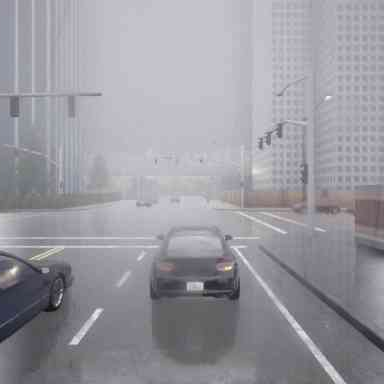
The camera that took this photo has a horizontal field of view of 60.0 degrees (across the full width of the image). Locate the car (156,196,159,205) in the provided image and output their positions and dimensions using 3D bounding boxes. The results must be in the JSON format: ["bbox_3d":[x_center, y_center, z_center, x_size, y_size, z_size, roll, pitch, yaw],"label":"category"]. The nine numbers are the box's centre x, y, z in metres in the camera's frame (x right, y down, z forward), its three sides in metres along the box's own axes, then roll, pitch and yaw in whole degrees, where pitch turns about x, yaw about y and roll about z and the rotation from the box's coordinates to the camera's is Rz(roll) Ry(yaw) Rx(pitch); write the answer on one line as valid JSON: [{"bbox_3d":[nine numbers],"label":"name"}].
[{"bbox_3d":[-7.145,1.491,60.276,2.128,1.511,4.902,0,0,0],"label":"car"}]

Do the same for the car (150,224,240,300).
[{"bbox_3d":[0.068,1.526,8.264,1.812,1.442,4.674,0,0,0],"label":"car"}]

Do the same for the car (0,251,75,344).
[{"bbox_3d":[-3.447,1.547,4.667,2.033,1.411,5.357,0,0,0],"label":"car"}]

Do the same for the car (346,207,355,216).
[{"bbox_3d":[16.846,1.547,29.953,5.357,1.411,2.033,0,0,0],"label":"car"}]

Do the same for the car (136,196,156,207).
[{"bbox_3d":[-7.158,1.491,50.214,2.128,1.511,4.902,0,0,0],"label":"car"}]

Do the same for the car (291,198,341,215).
[{"bbox_3d":[12.371,1.352,33.470,4.553,1.767,2.097,0,0,0],"label":"car"}]

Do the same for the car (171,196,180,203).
[{"bbox_3d":[-3.488,1.547,69.591,2.033,1.411,5.357,0,0,0],"label":"car"}]
